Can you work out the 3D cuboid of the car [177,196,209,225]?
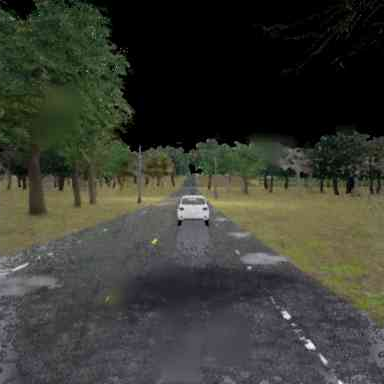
[{"bbox_3d":[0.088,1.271,24.734,2.150,2.045,5.566,0,0,0],"label":"car"}]

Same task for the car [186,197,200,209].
[{"bbox_3d":[0.078,1.446,45.709,1.812,1.442,4.674,0,1,0],"label":"car"}]
